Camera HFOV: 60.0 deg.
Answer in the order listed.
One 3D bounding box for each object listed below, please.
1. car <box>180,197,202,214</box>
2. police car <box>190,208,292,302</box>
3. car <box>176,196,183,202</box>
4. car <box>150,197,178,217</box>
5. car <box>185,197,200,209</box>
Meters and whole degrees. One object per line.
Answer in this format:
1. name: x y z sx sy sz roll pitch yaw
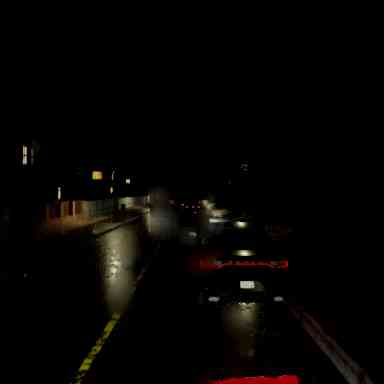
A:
1. car: 0.121 1.528 35.397 2.033 1.411 5.357 0 0 0
2. police car: 0.972 1.421 8.421 1.930 1.638 5.238 0 0 0
3. car: -2.653 1.553 69.500 1.895 1.301 4.718 0 0 0
4. car: -2.806 1.475 31.692 2.128 1.511 4.902 0 0 0
5. car: 0.091 1.478 45.744 1.837 1.490 4.892 0 0 1
